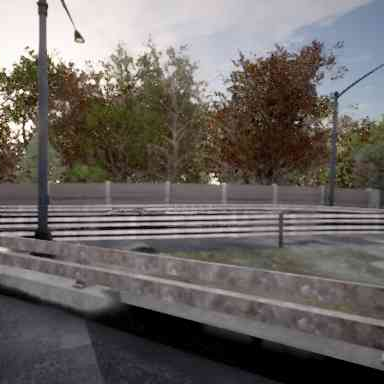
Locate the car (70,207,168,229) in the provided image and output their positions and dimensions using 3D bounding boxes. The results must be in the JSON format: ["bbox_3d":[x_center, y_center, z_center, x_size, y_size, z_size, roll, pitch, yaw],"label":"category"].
[{"bbox_3d":[-3.712,1.534,17.179,4.902,1.511,2.128,-1,0,-9],"label":"car"}]
